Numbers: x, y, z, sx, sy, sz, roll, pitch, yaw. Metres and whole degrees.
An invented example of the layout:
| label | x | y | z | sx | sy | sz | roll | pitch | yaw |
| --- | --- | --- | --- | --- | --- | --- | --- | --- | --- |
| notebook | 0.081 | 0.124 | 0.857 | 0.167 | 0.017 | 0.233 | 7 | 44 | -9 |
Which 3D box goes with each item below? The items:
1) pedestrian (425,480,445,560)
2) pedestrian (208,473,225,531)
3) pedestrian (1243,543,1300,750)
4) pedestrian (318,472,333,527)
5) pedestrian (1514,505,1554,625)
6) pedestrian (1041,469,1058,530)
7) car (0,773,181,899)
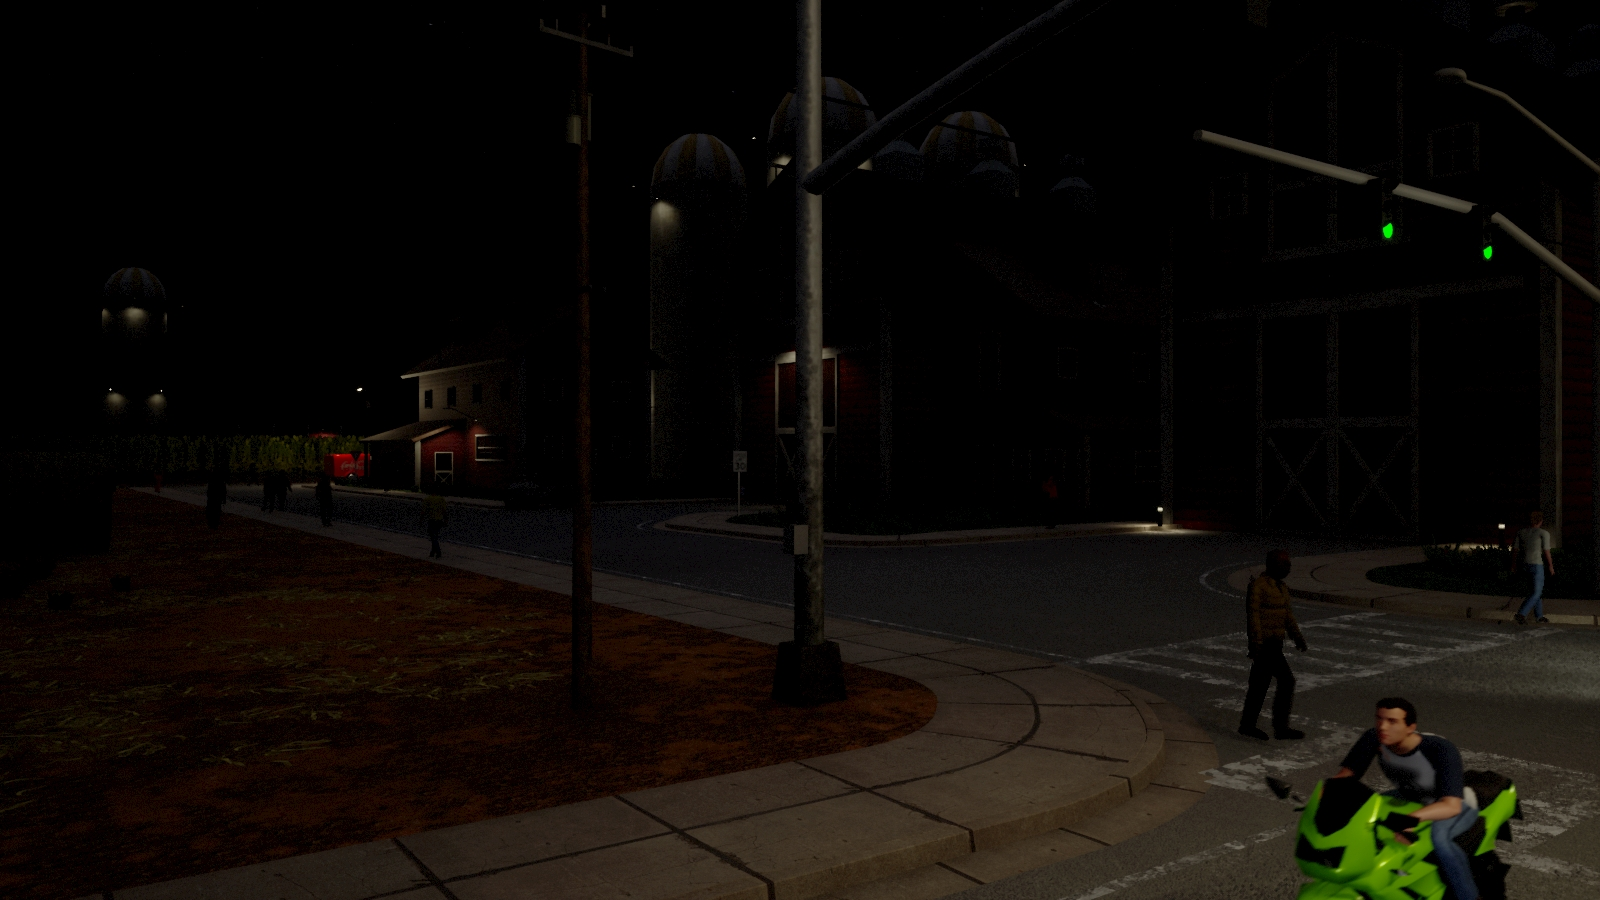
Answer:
| label | x | y | z | sx | sy | sz | roll | pitch | yaw |
| --- | --- | --- | --- | --- | --- | --- | --- | --- | --- |
| pedestrian | -8.720 | 1.665 | 27.318 | 0.375 | 1.860 | 0.375 | 0 | 0 | -33 |
| pedestrian | -18.895 | 1.667 | 37.001 | 0.375 | 1.860 | 0.375 | 0 | 0 | 42 |
| pedestrian | 4.446 | 1.825 | 10.771 | 0.375 | 1.860 | 0.375 | 0 | 0 | -43 |
| pedestrian | -16.041 | 1.665 | 38.599 | 0.375 | 1.860 | 0.375 | 0 | 0 | -42 |
| pedestrian | 11.603 | 1.806 | 18.067 | 0.375 | 1.860 | 0.375 | 0 | 0 | -20 |
| pedestrian | 7.745 | 1.534 | 35.449 | 0.375 | 1.860 | 0.375 | 0 | 0 | -21 |
| car | -3.384 | 1.906 | 1.453 | 4.553 | 1.767 | 2.097 | 0 | 0 | -35 |
